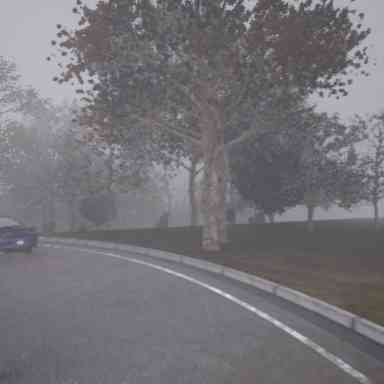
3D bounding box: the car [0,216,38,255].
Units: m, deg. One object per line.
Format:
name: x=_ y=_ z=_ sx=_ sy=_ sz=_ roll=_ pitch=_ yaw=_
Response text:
car: x=-8.116 y=1.666 z=12.959 sx=5.008 sy=1.535 sz=1.882 roll=-1 pitch=-1 yaw=32
